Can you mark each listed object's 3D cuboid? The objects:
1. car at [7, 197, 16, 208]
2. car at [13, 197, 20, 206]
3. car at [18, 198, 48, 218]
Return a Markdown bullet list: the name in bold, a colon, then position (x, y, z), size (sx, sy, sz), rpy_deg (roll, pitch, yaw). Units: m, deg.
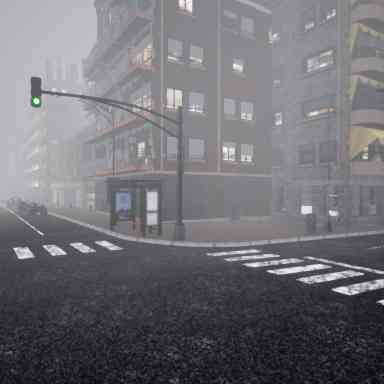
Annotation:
- **car**: position (-25.847, 1.435, 48.658), size (1.967, 1.590, 4.097), rpy_deg (0, 0, -32)
- **car**: position (-16.911, 1.541, 34.294), size (1.887, 1.381, 4.507), rpy_deg (0, 0, -32)
- **car**: position (-13.933, 1.547, 29.507), size (2.008, 1.369, 4.403), rpy_deg (0, 0, -32)
